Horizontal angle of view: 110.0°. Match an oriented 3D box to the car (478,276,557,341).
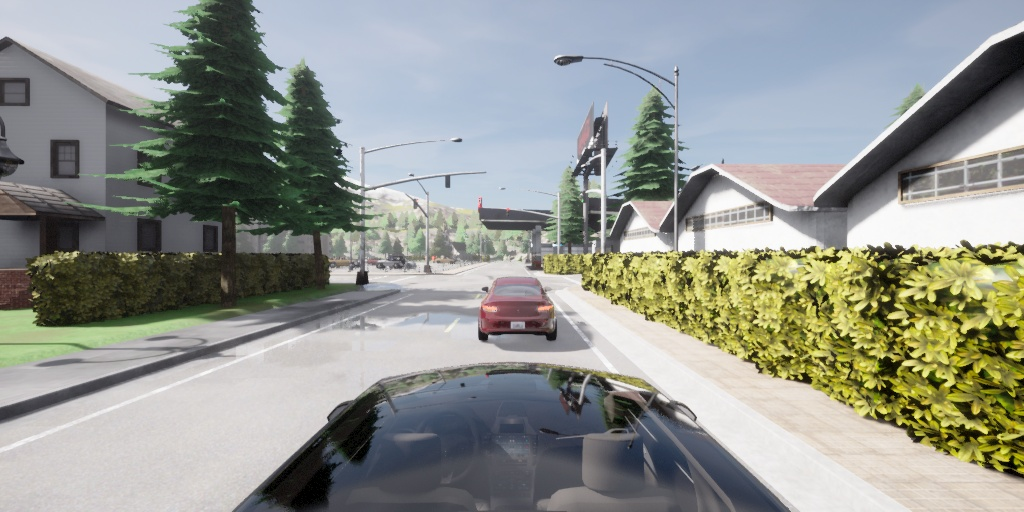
[{"bbox_3d":[0.129,1.276,9.766,1.812,1.442,4.674,0,0,0],"label":"car"}]
